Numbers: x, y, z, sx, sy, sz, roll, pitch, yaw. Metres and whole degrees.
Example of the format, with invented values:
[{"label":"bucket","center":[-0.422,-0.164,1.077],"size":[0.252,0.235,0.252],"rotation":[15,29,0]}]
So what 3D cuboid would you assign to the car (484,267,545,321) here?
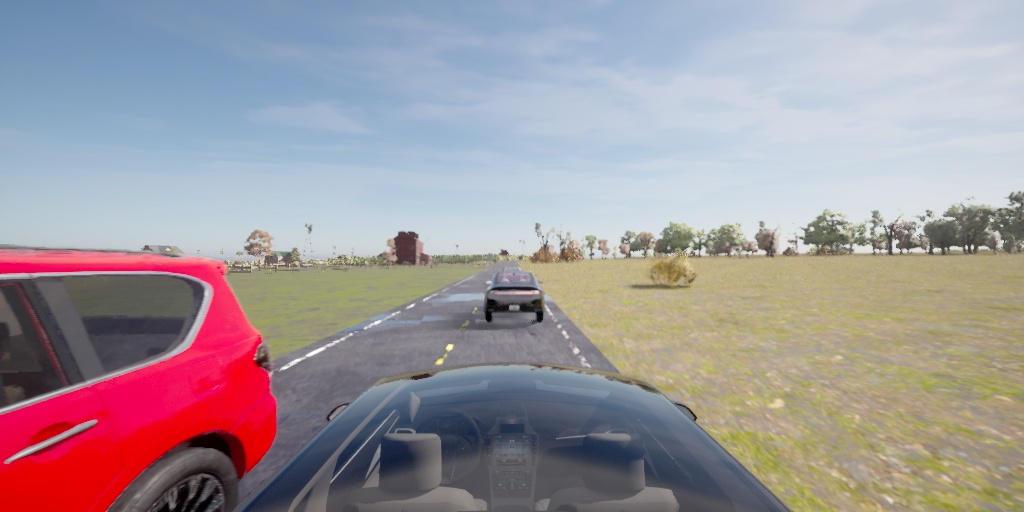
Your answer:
[{"label":"car","center":[0.076,1.285,12.564],"size":[2.128,1.511,4.902],"rotation":[0,-1,0]}]

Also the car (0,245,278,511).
[{"label":"car","center":[-2.865,0.959,0.418],"size":[2.150,2.045,5.566],"rotation":[0,0,0]}]
